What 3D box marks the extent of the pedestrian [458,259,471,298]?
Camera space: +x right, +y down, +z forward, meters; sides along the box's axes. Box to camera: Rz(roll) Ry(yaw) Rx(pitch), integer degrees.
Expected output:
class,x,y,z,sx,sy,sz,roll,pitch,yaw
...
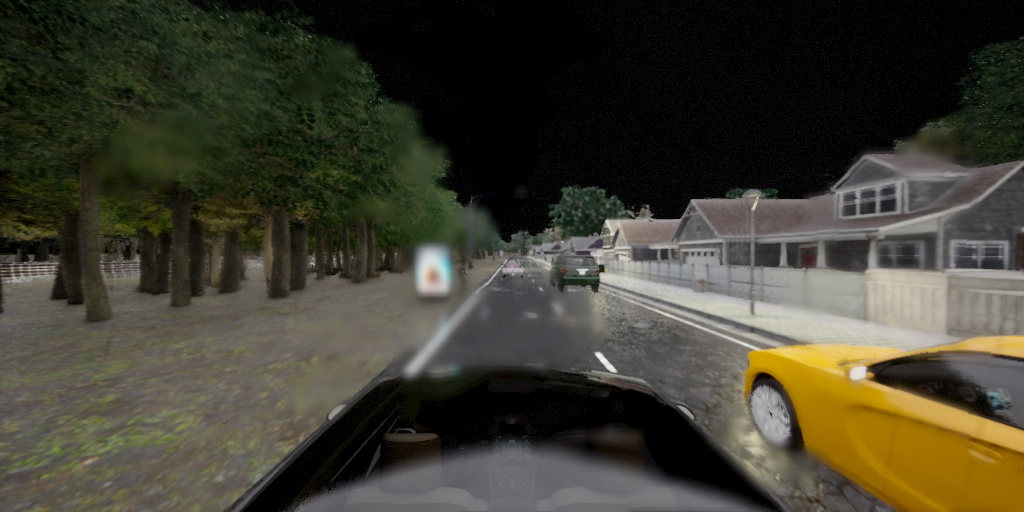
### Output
class,x,y,z,sx,sy,sz,roll,pitch,yaw
pedestrian,-2.244,1.032,16.789,0.375,1.860,0.375,1,1,10

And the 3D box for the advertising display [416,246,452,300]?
class,x,y,z,sx,sy,sz,roll,pitch,yaw
advertising display,-3.502,0.762,16.132,1.540,2.440,0.280,0,0,0

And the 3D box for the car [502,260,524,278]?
class,x,y,z,sx,sy,sz,roll,pitch,yaw
car,0.092,1.302,33.044,1.895,1.301,4.718,0,0,0

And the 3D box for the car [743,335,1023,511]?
class,x,y,z,sx,sy,sz,roll,pitch,yaw
car,3.599,1.227,2.108,1.882,1.535,5.008,0,0,0

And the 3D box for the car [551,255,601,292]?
class,x,y,z,sx,sy,sz,roll,pitch,yaw
car,3.598,0.953,21.013,2.150,2.045,5.566,0,0,0
